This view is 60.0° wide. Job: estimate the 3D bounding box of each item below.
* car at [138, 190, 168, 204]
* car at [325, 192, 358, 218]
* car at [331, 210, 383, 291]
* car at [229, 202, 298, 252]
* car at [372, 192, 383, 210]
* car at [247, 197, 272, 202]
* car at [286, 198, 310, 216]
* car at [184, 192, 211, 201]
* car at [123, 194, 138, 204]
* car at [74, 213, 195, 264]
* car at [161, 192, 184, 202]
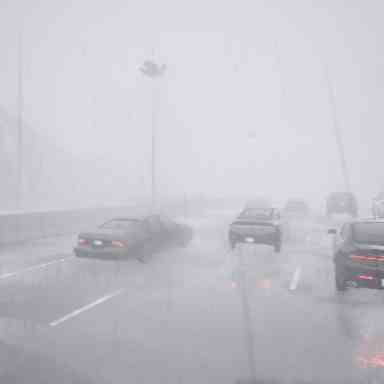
[{"bbox_3d":[-5.311,0.756,49.659,2.150,2.045,5.566,0,0,22],"label":"car"},{"bbox_3d":[12.159,0.992,27.139,2.150,2.045,5.566,0,1,22],"label":"car"},{"bbox_3d":[4.614,1.433,8.429,1.837,1.490,4.892,0,1,22],"label":"car"},{"bbox_3d":[2.867,1.372,13.425,2.128,1.511,4.902,0,1,22],"label":"car"},{"bbox_3d":[15.209,1.013,25.341,2.150,2.045,5.566,0,1,22],"label":"car"},{"bbox_3d":[6.338,1.214,31.432,2.128,1.511,4.902,0,1,22],"label":"car"},{"bbox_3d":[9.395,1.235,29.652,2.128,1.511,4.902,0,1,22],"label":"car"},{"bbox_3d":[1.133,0.923,46.928,2.097,1.767,4.553,0,1,22],"label":"car"},{"bbox_3d":[-8.605,1.043,50.857,1.837,1.490,4.892,0,0,22],"label":"car"},{"bbox_3d":[-1.655,1.438,11.543,2.033,1.411,5.357,0,1,22],"label":"car"},{"bbox_3d":[-2.040,1.104,48.417,2.033,1.411,5.357,0,1,22],"label":"car"}]
